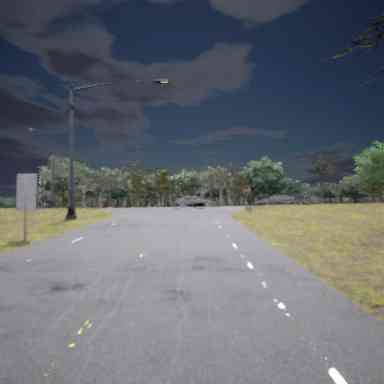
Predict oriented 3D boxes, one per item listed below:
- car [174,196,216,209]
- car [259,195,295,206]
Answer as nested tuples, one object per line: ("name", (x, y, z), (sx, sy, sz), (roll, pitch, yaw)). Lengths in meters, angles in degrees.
("car", (0.350, 1.234, 39.172), (4.902, 1.511, 2.128), (0, -2, -1))
("car", (11.827, 1.177, 46.375), (4.902, 1.511, 2.128), (-1, -3, -1))
